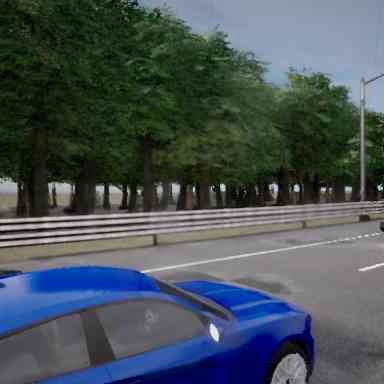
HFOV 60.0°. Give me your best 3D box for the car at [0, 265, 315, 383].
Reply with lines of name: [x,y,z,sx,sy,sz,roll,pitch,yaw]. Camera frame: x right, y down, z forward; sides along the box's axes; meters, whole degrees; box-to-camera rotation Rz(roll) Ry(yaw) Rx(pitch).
car: [-0.882,1.477,3.119,5.008,1.535,1.882,0,0,-36]

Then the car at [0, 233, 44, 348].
car: [-5.059,1.547,4.436,5.357,1.411,2.033,0,0,-35]

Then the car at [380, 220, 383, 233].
car: [11.037,1.508,15.925,4.718,1.301,1.895,-1,0,-36]
